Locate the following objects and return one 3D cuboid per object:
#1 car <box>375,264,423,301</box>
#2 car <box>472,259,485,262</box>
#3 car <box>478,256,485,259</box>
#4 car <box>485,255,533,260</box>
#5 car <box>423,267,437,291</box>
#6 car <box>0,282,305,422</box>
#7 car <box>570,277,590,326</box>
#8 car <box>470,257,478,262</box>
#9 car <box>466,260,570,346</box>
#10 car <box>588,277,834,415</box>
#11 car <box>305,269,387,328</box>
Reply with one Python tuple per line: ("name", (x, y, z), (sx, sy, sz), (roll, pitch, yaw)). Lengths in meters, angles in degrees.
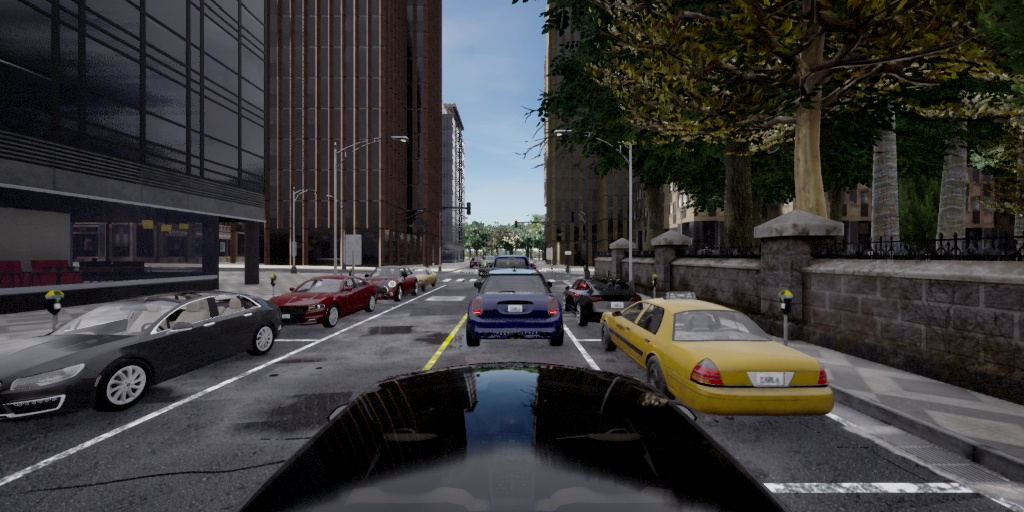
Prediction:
("car", (-5.795, 1.190, 16.862), (1.967, 1.591, 4.097), (0, 0, 0))
("car", (-0.928, 1.271, 32.002), (1.837, 1.490, 4.892), (-1, -2, 42))
("car", (-3.205, 0.982, 51.202), (2.150, 2.045, 5.566), (0, 0, -1))
("car", (-0.031, 0.973, 18.961), (2.150, 2.045, 5.566), (0, 0, 0))
("car", (-5.806, 1.277, 22.149), (1.751, 1.417, 4.829), (0, 0, 0))
("car", (-5.772, 1.300, 5.948), (2.007, 1.370, 4.403), (0, 0, 0))
("car", (2.742, 1.316, 11.425), (1.948, 1.339, 4.313), (0, 0, 0))
("car", (-5.884, 1.079, 59.726), (2.192, 1.841, 5.009), (0, 0, 0))
("car", (0.037, 1.102, 9.527), (2.097, 1.767, 4.553), (0, 0, -1))
("car", (2.753, 1.275, 6.138), (1.751, 1.417, 4.829), (0, 0, 0))
("car", (-5.783, 1.295, 11.405), (1.888, 1.381, 4.507), (0, 0, 0))
